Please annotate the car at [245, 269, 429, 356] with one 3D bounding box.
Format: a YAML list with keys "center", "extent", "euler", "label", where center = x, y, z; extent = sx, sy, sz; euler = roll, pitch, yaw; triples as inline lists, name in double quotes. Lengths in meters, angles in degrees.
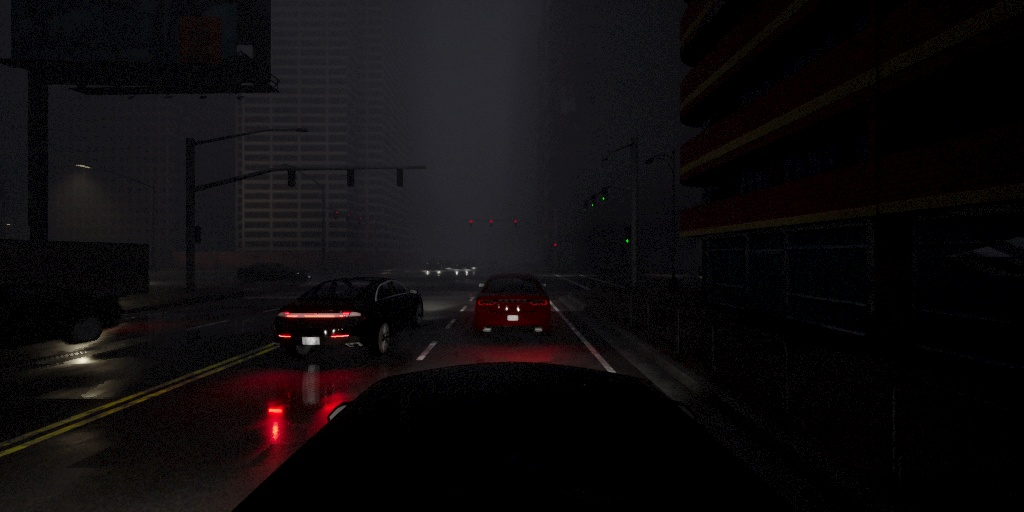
- center: [-3.475, 1.242, 8.573]
  extent: [2.128, 1.511, 4.902]
  euler: [0, 0, -1]
  label: "car"

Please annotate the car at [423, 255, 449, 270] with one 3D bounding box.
- center: [-10.952, 1.102, 51.728]
  extent: [2.097, 1.767, 4.553]
  euler: [0, 0, 0]
  label: "car"

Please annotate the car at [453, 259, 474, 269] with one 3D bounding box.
- center: [-7.477, 1.255, 55.636]
  extent: [1.837, 1.490, 4.892]
  euler: [0, 0, 0]
  label: "car"

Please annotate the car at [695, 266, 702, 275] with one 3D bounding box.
- center: [21.460, 1.228, 36.714]
  extent: [5.008, 1.535, 1.882]
  euler: [0, 0, 0]
  label: "car"

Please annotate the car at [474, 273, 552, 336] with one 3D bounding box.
- center: [0.014, 1.228, 10.461]
  extent: [1.882, 1.535, 5.008]
  euler: [0, 0, 0]
  label: "car"

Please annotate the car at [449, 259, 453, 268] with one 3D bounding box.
- center: [-10.998, 1.297, 61.927]
  extent: [2.033, 1.411, 5.357]
  euler: [0, 0, 0]
  label: "car"

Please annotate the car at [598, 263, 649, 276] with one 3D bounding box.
- center: [11.333, 1.351, 36.766]
  extent: [4.718, 1.301, 1.895]
  euler: [0, 0, 2]
  label: "car"

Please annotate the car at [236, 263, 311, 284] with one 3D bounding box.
- center: [-17.171, 1.242, 25.989]
  extent: [4.902, 1.511, 2.128]
  euler: [0, 0, 0]
  label: "car"

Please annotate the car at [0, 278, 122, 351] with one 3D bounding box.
- center: [-10.590, 1.227, 6.698]
  extent: [1.882, 1.535, 5.008]
  euler: [0, 0, 0]
  label: "car"
